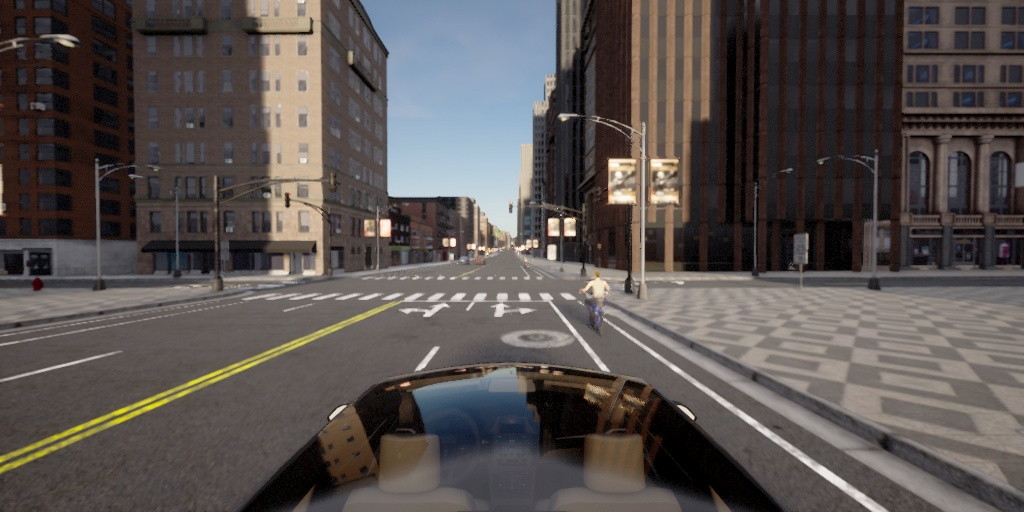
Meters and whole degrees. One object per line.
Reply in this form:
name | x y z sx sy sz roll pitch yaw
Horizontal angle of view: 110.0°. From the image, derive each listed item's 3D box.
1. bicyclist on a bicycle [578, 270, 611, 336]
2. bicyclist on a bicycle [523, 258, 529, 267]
bicyclist on a bicycle | 2.191 1.165 9.351 0.866 1.612 1.509 0 0 1
bicyclist on a bicycle | 2.192 1.067 55.565 0.866 1.612 1.509 0 0 1
